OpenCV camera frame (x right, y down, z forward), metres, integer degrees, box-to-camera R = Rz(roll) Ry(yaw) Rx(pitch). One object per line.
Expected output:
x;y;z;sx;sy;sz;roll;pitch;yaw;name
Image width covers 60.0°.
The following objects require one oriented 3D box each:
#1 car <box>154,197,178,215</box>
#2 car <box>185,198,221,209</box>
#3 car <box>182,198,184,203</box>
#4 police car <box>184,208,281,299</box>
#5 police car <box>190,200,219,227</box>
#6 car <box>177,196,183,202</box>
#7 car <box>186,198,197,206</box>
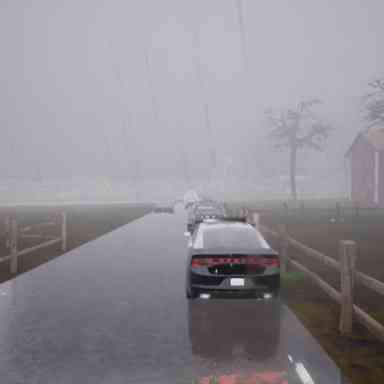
-2.875;1.580;35.479;1.882;1.535;5.008;0;0;0;car
0.809;1.376;18.453;2.097;1.767;4.553;0;0;0;car
-0.023;1.667;45.863;1.812;1.442;4.674;0;0;0;car
0.818;1.424;8.587;1.930;1.638;5.238;0;0;0;police car
0.806;1.478;24.595;1.930;1.638;5.238;0;0;0;police car
-2.806;1.673;72.464;1.882;1.535;5.008;0;0;0;car
-0.046;1.778;59.519;1.895;1.301;4.718;0;0;0;car
